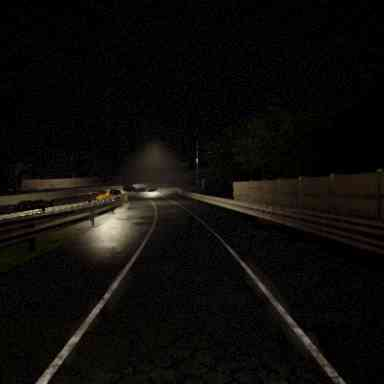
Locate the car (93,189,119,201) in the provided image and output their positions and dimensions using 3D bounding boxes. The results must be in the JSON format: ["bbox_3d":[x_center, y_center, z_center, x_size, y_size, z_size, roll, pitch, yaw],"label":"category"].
[{"bbox_3d":[-15.814,0.835,61.613,1.882,1.535,5.008,0,3,9],"label":"car"}]

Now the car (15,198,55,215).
[{"bbox_3d":[-19.213,1.707,40.291,2.097,1.767,4.553,0,3,9],"label":"car"}]

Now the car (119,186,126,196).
[{"bbox_3d":[-17.222,0.166,74.752,1.837,1.490,4.892,0,3,9],"label":"car"}]

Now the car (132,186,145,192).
[{"bbox_3d":[-14.217,-0.776,92.909,2.128,1.511,4.902,0,3,9],"label":"car"}]

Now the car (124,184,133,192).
[{"bbox_3d":[-17.671,-1.105,93.459,2.150,2.045,5.566,0,3,9],"label":"car"}]

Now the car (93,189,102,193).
[{"bbox_3d":[-20.676,0.161,75.320,2.128,1.511,4.902,0,3,9],"label":"car"}]

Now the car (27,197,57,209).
[{"bbox_3d":[-21.556,1.604,47.947,1.994,1.385,4.181,0,3,9],"label":"car"}]

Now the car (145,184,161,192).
[{"bbox_3d":[-10.754,-0.679,92.405,1.895,1.301,4.718,0,3,9],"label":"car"}]
